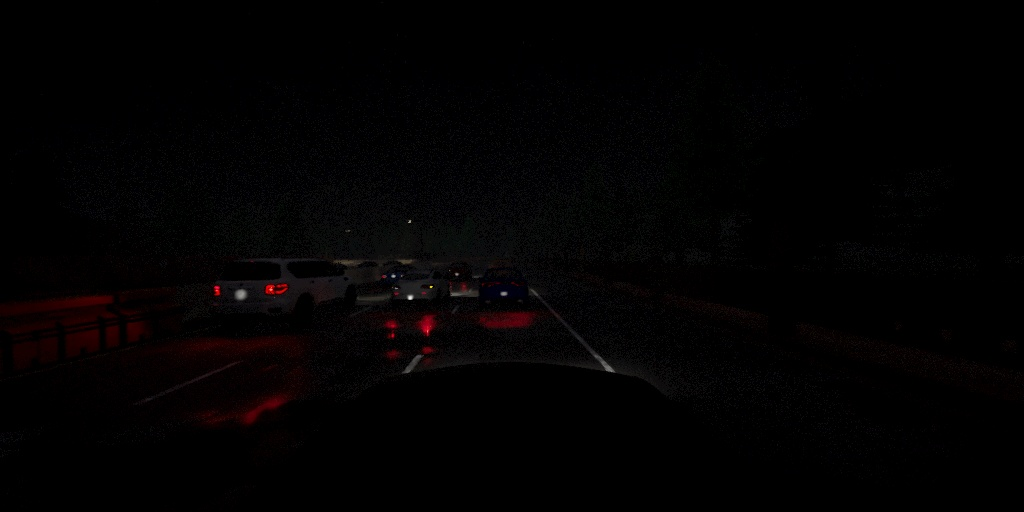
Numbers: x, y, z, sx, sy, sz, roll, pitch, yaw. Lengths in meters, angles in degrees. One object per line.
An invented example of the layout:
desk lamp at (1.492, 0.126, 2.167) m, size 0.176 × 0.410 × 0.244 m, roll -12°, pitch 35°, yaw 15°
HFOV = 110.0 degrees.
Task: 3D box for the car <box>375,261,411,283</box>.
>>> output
car at (-7.813, 1.359, 25.914) m, size 2.033 × 1.411 × 5.357 m, roll -1°, pitch 0°, yaw -2°

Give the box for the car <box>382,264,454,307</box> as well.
car at (-3.884, 1.299, 15.672) m, size 1.812 × 1.442 × 4.674 m, roll -1°, pitch 0°, yaw -2°

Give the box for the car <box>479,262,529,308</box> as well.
car at (-0.367, 1.184, 15.190) m, size 1.882 × 1.535 × 5.008 m, roll -1°, pitch 0°, yaw -2°

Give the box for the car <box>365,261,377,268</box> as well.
car at (-19.461, 1.461, 48.541) m, size 1.837 × 1.490 × 4.892 m, roll -1°, pitch 0°, yaw -4°

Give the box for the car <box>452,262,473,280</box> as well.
car at (-4.468, 1.253, 30.764) m, size 1.812 × 1.442 × 4.674 m, roll -1°, pitch 0°, yaw -2°

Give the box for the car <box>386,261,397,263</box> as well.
car at (-15.906, 1.366, 47.660) m, size 1.882 × 1.535 × 5.008 m, roll -1°, pitch 0°, yaw -4°

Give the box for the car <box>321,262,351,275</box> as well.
car at (-22.865, 1.593, 46.661) m, size 1.994 × 1.385 × 4.181 m, roll -1°, pitch 0°, yaw -3°

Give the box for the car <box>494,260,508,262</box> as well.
car at (-0.990, 1.134, 31.435) m, size 1.882 × 1.535 × 5.008 m, roll -1°, pitch 0°, yaw -2°

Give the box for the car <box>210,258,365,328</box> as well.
car at (-7.278, 1.075, 12.200) m, size 2.150 × 2.045 × 5.566 m, roll -1°, pitch 0°, yaw -2°
